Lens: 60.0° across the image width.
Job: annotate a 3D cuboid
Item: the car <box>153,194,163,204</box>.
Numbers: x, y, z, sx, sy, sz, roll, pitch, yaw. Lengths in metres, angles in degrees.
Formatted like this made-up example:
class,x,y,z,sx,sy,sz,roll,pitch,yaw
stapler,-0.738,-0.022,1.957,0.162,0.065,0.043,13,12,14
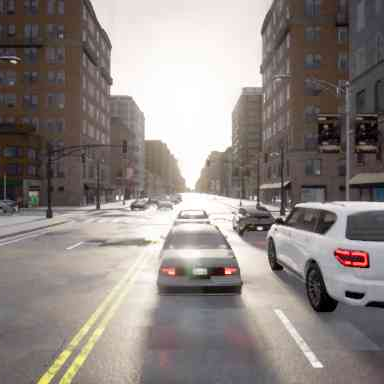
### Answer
class,x,y,z,sx,sy,sz,roll,pitch,yaw
car,-6.626,1.494,57.504,1.837,1.490,4.892,0,0,0

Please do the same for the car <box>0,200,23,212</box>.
class,x,y,z,sx,sy,sz,roll,pitch,yaw
car,-22.152,1.577,38.303,4.313,1.339,1.947,0,0,0

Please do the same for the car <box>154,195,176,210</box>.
class,x,y,z,sx,sy,sz,roll,pitch,yaw
car,-3.379,1.524,42.507,1.812,1.442,4.674,0,0,0

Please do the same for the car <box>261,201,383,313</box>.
class,x,y,z,sx,sy,sz,roll,pitch,yaw
car,3.348,1.221,7.801,2.150,2.045,5.566,0,0,0

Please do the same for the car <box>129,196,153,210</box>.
class,x,y,z,sx,sy,sz,roll,pitch,yaw
car,-6.630,1.548,42.427,2.033,1.411,5.357,0,0,0

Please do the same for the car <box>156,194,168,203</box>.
class,x,y,z,sx,sy,sz,roll,pitch,yaw
car,-6.554,1.339,72.675,2.097,1.767,4.553,0,0,0

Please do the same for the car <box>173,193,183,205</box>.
class,x,y,z,sx,sy,sz,roll,pitch,yaw
car,-3.364,1.481,60.943,2.128,1.511,4.902,0,0,0

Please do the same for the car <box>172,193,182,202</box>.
class,x,y,z,sx,sy,sz,roll,pitch,yaw
car,-3.305,1.208,73.922,2.150,2.045,5.566,0,0,0

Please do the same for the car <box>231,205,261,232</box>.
class,x,y,z,sx,sy,sz,roll,pitch,yaw
car,3.338,1.504,18.464,1.837,1.490,4.892,0,0,1

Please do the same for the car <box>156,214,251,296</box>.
class,x,y,z,sx,sy,sz,roll,pitch,yaw
car,0.082,1.547,8.786,2.033,1.411,5.357,0,0,-2

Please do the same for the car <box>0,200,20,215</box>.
class,x,y,z,sx,sy,sz,roll,pitch,yaw
car,-19.735,1.482,32.805,4.902,1.511,2.128,0,0,0

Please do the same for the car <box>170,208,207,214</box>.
class,x,y,z,sx,sy,sz,roll,pitch,yaw
car,0.072,1.600,18.435,1.895,1.301,4.718,0,0,2
